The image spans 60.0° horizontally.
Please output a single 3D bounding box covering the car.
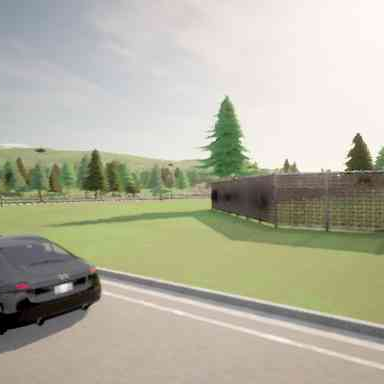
[{"bbox_3d":[-3.757,1.559,6.670,4.181,1.385,1.994,0,0,35],"label":"car"}]
